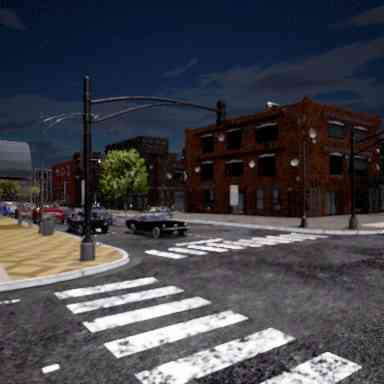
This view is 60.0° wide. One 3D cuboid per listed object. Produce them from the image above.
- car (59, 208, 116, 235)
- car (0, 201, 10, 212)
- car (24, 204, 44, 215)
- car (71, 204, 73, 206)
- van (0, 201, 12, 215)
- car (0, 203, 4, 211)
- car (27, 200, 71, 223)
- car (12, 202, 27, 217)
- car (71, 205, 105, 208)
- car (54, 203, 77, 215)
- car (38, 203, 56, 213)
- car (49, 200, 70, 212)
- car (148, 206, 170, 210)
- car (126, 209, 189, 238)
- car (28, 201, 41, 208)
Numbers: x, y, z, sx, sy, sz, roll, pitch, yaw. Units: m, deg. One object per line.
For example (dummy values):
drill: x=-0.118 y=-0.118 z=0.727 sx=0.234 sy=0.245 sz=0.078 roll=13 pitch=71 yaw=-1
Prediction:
car: x=-7.084 y=2.012 z=22.265 sx=1.947 sy=1.339 sz=4.313 roll=-1 pitch=0 yaw=-36
car: x=-33.292 y=2.516 z=57.951 sx=2.192 sy=1.841 sz=5.009 roll=-1 pitch=0 yaw=-36
car: x=-23.426 y=2.499 z=49.150 sx=1.812 sy=1.442 sz=4.674 roll=0 pitch=-1 yaw=-36
car: x=-14.532 y=2.259 z=36.955 sx=2.033 sy=1.411 sz=5.357 roll=0 pitch=-1 yaw=-36
van: x=-26.715 y=2.354 z=49.049 sx=1.690 sy=1.788 sz=3.998 roll=-1 pitch=0 yaw=-36
car: x=-36.474 y=2.818 z=62.266 sx=1.752 sy=1.417 sz=4.829 roll=-1 pitch=0 yaw=-36
car: x=-13.213 y=1.938 z=30.599 sx=2.192 sy=1.841 sz=5.009 roll=-1 pitch=0 yaw=-36
car: x=-19.713 y=2.252 z=39.554 sx=1.967 sy=1.590 sz=4.097 roll=-1 pitch=0 yaw=-36
car: x=-8.390 y=2.083 z=28.630 sx=2.033 sy=1.411 sz=5.357 roll=0 pitch=-1 yaw=-36
car: x=-17.757 y=2.369 z=46.602 sx=1.837 sy=1.490 sz=4.892 roll=0 pitch=-1 yaw=-36
car: x=-23.984 y=2.567 z=54.955 sx=1.812 sy=1.442 sz=4.674 roll=0 pitch=-1 yaw=-36
car: x=-23.258 y=2.386 z=58.472 sx=2.192 sy=1.841 sz=5.009 roll=-1 pitch=0 yaw=-36
car: x=-3.420 y=2.055 z=31.843 sx=2.008 sy=1.369 sz=4.403 roll=-1 pitch=0 yaw=-36
car: x=-2.210 y=1.958 z=20.280 sx=1.895 sy=1.301 sz=4.718 roll=0 pitch=-1 yaw=-37
car: x=-36.277 y=2.956 z=76.643 sx=1.837 sy=1.490 sz=4.892 roll=0 pitch=-1 yaw=-36
